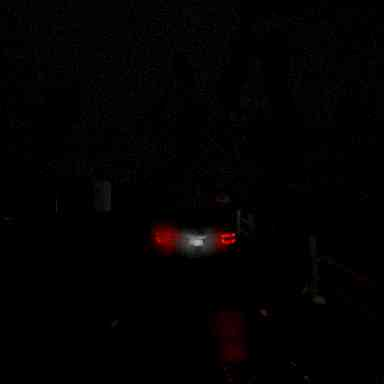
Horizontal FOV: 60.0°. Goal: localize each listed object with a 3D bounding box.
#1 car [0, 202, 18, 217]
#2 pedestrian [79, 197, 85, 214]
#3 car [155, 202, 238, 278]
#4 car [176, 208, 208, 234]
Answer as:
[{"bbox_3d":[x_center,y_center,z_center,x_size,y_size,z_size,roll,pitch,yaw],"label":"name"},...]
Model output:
[{"bbox_3d":[-18.777,1.431,30.789,5.008,1.535,1.882,1,-1,0],"label":"car"},{"bbox_3d":[-12.169,1.466,36.784,0.375,1.860,0.375,0,-2,0],"label":"pedestrian"},{"bbox_3d":[0.105,1.317,10.552,2.150,2.045,5.566,0,0,0],"label":"car"},{"bbox_3d":[-0.107,1.796,21.636,1.895,1.301,4.718,0,-1,-3],"label":"car"}]
